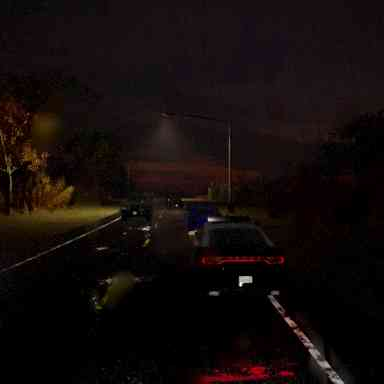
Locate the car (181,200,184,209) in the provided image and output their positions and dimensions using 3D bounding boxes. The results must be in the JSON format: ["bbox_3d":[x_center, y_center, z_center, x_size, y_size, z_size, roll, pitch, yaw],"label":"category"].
[{"bbox_3d":[0.356,1.513,24.741,1.812,1.442,4.674,0,0,-3],"label":"car"}]

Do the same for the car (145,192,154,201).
[{"bbox_3d":[-11.266,1.152,87.450,2.150,2.045,5.566,0,0,-8],"label":"car"}]

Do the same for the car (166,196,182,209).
[{"bbox_3d":[-2.204,1.482,45.618,1.837,1.490,4.892,0,0,-5],"label":"car"}]

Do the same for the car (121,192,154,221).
[{"bbox_3d":[-4.392,1.211,27.364,2.150,2.045,5.566,0,0,-3],"label":"car"}]

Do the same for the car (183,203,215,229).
[{"bbox_3d":[0.640,1.472,18.714,1.882,1.535,5.008,0,0,-2],"label":"car"}]

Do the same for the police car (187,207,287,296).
[{"bbox_3d":[0.947,1.423,8.773,1.930,1.638,5.238,0,0,-1],"label":"police car"}]
